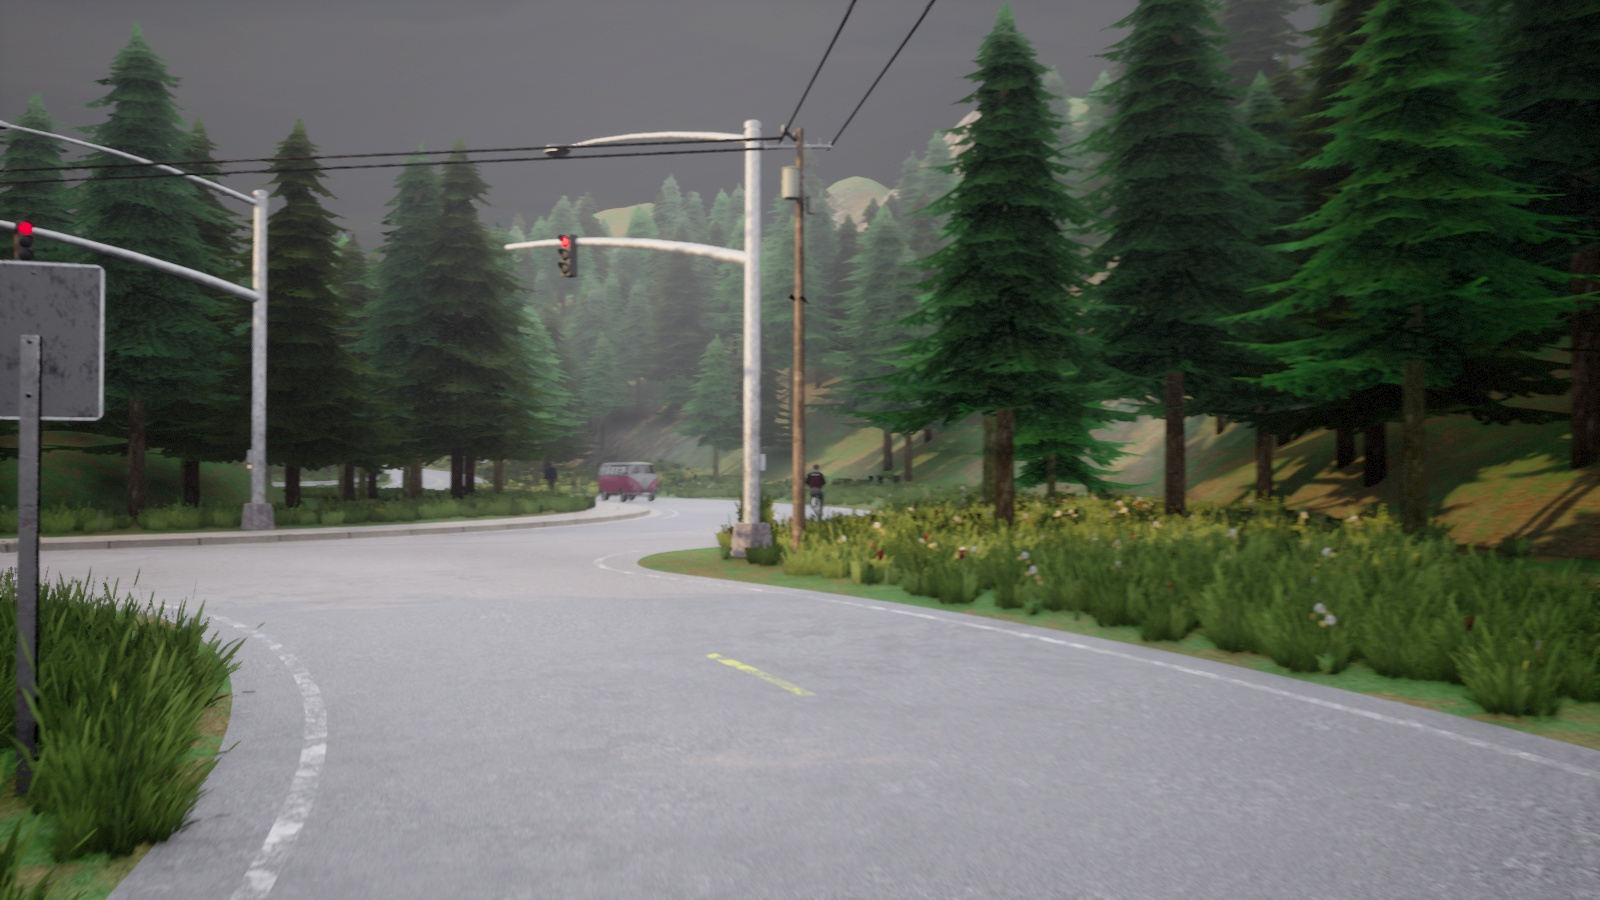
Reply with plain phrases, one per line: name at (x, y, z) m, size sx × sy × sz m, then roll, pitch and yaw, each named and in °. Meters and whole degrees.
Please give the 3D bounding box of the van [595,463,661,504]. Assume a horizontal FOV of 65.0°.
van at (-8.586, 1.636, 62.331) m, size 1.775 × 1.987 × 4.442 m, roll 0°, pitch -1°, yaw -29°

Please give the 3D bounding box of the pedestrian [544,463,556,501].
pedestrian at (-12.099, 1.540, 60.797) m, size 0.402 × 1.842 × 0.726 m, roll 0°, pitch -1°, yaw -26°
